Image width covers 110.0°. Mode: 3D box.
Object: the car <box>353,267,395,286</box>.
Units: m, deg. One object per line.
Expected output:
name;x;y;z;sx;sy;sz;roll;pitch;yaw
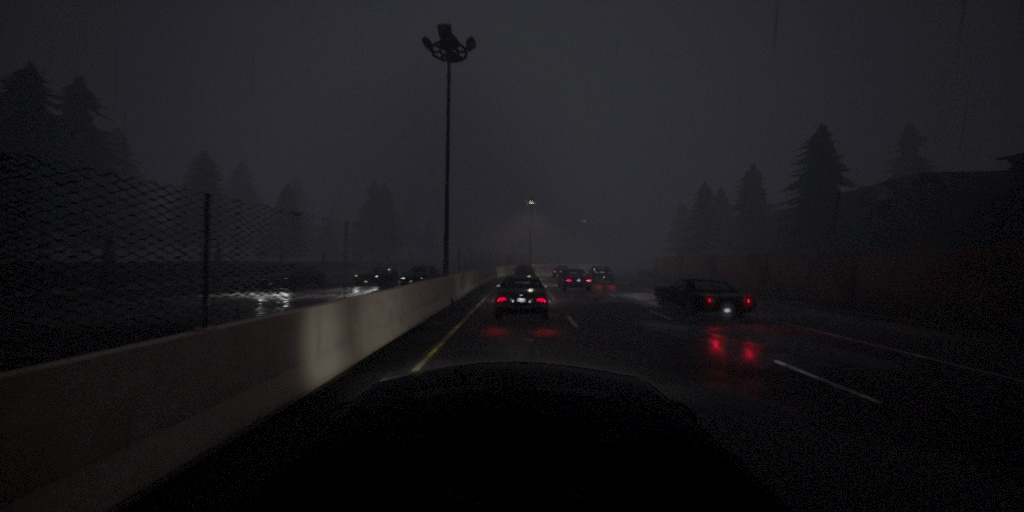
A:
car;-9.889;1.469;26.734;1.895;1.301;4.718;1;-1;3

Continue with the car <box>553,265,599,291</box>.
car;4.180;1.576;24.503;2.033;1.411;5.357;1;-1;2

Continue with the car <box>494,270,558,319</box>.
car;0.355;1.417;13.422;2.033;1.411;5.357;1;-1;2

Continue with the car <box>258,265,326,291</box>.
car;-13.559;1.305;22.577;1.812;1.442;4.674;1;-1;2

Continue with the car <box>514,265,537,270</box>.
car;1.243;1.589;33.992;1.837;1.490;4.892;0;-1;5

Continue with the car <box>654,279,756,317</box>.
car;7.385;1.571;14.389;1.895;1.301;4.718;1;-1;2

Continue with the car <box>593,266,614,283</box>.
car;8.226;1.662;33.537;2.128;1.511;4.902;1;-1;5

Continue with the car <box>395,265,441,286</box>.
car;-6.426;1.406;25.688;1.837;1.490;4.892;1;0;3
